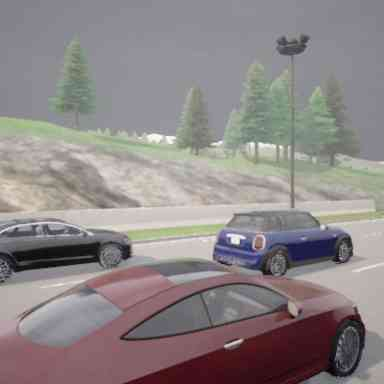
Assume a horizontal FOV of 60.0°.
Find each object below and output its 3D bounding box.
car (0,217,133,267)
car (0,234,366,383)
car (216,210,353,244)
[{"bbox_3d":[-4.058,1.481,9.449,4.902,1.511,2.128,0,0,-35],"label":"car"},{"bbox_3d":[0.090,1.515,3.810,4.674,1.442,1.812,0,0,-35],"label":"car"},{"bbox_3d":[2.885,1.311,10.101,4.553,1.767,2.097,0,0,-35],"label":"car"}]
